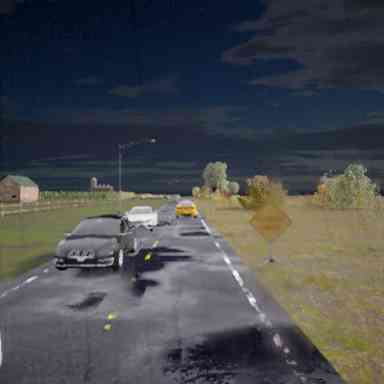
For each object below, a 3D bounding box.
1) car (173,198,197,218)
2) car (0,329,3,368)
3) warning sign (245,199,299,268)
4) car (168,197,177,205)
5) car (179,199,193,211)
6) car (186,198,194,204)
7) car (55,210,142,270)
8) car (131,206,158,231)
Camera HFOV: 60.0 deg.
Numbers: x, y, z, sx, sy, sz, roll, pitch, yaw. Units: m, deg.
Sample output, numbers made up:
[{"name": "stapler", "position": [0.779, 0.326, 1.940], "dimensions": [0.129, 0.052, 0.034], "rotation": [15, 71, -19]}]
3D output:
[{"name": "car", "position": [-0.547, 1.662, 32.724], "dimensions": [1.882, 1.535, 5.008], "rotation": [0, 0, -1]}, {"name": "car", "position": [-2.856, 1.624, 1.197], "dimensions": [1.895, 1.301, 4.718], "rotation": [0, 0, -1]}, {"name": "warning sign", "position": [2.290, 1.156, 9.684], "dimensions": [1.300, 1.860, 1.060], "rotation": [0, 0, -1]}, {"name": "car", "position": [-4.139, 1.833, 72.796], "dimensions": [2.097, 1.767, 4.553], "rotation": [0, -1, -1]}, {"name": "car", "position": [-0.840, 1.763, 47.638], "dimensions": [1.882, 1.535, 5.008], "rotation": [0, -1, -1]}, {"name": "car", "position": [-0.557, 2.109, 79.644], "dimensions": [1.812, 1.442, 4.674], "rotation": [0, -1, -1]}, {"name": "car", "position": [-3.045, 1.584, 11.396], "dimensions": [1.837, 1.490, 4.892], "rotation": [0, 0, -1]}, {"name": "car", "position": [-3.234, 1.662, 21.510], "dimensions": [1.812, 1.442, 4.674], "rotation": [0, 0, -1]}]
